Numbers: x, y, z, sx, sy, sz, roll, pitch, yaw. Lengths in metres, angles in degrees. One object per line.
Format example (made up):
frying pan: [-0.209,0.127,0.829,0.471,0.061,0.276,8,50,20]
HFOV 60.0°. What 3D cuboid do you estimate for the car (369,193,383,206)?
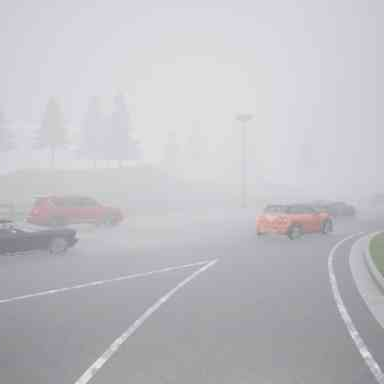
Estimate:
car: [31.532,1.208,54.148,5.566,2.045,2.150,-1,0,-41]

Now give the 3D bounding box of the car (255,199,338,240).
car: [5.311,1.347,17.122,4.553,1.767,2.097,0,0,-41]

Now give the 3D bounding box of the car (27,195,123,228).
car: [-6.992,1.215,20.287,5.566,2.045,2.150,0,0,-41]

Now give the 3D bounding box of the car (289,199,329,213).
car: [13.577,1.536,38.367,5.357,1.411,2.033,0,0,-41]

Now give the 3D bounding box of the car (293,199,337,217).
car: [12.051,1.468,32.367,5.008,1.535,1.882,0,0,-41]

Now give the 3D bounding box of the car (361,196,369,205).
car: [31.294,1.474,58.600,4.902,1.511,2.128,0,0,-41]

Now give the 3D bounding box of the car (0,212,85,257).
car: [-6.452,1.598,11.443,4.718,1.301,1.895,0,0,-41]

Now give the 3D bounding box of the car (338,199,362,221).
car: [11.961,1.496,27.627,4.892,1.490,1.837,0,0,-41]
